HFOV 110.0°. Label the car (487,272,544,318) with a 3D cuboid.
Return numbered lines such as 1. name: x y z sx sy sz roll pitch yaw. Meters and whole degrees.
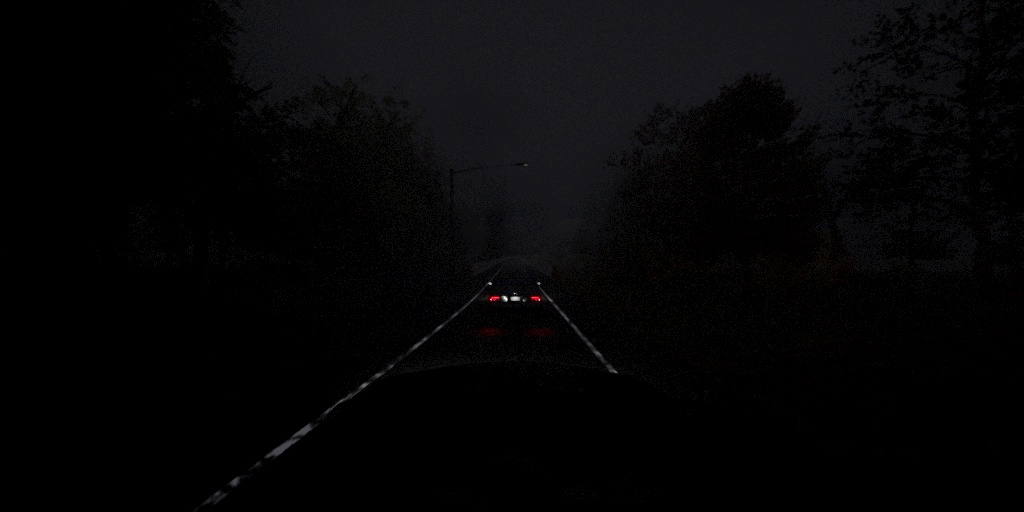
1. car: 0.094 1.300 13.018 2.033 1.411 5.357 0 0 0
